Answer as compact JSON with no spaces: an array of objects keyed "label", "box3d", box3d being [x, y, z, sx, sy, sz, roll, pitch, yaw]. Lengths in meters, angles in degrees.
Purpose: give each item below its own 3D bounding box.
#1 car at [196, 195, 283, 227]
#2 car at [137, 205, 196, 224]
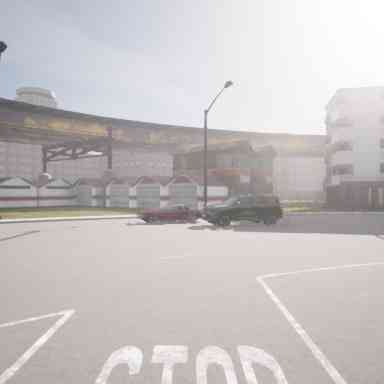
[{"label":"car","box3d":[3.450,1.223,22.596,5.566,2.045,2.150,0,-1,-16]},{"label":"car","box3d":[-1.600,1.601,24.517,4.718,1.301,1.895,0,0,-22]}]
